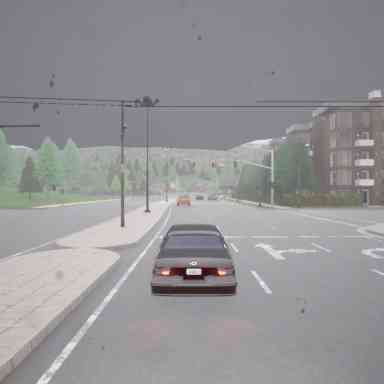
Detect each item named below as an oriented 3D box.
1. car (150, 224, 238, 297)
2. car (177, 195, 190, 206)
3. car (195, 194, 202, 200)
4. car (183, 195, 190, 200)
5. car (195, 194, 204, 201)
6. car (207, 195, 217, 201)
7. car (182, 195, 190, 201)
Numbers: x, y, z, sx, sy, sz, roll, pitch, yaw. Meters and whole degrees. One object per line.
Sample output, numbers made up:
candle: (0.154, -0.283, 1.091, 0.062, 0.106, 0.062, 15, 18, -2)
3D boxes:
car: (0.041, 1.547, 8.768, 2.033, 1.411, 5.357, 0, 0, 0)
car: (-1.364, 1.352, 54.513, 2.097, 1.767, 4.553, 0, 0, -1)
car: (1.943, 1.472, 95.625, 1.837, 1.490, 4.892, 0, 0, 0)
car: (-1.557, 1.571, 95.653, 1.895, 1.301, 4.718, 0, 0, 0)
car: (1.967, 1.477, 85.377, 1.882, 1.535, 5.008, 0, 0, 0)
car: (5.467, 1.539, 85.385, 2.033, 1.411, 5.357, 0, 0, 0)
car: (-1.532, 1.523, 85.338, 1.812, 1.442, 4.674, 0, 0, 0)
